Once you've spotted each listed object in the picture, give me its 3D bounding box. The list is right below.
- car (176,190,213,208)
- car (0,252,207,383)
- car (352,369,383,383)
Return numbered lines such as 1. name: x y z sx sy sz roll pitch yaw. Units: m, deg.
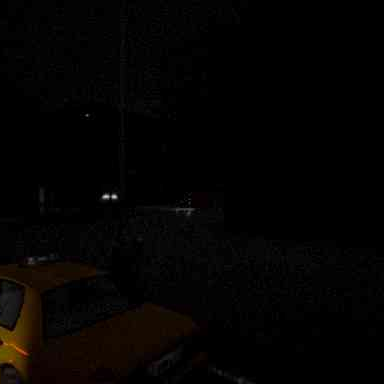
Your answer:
1. car: 0.416 0.814 40.619 2.150 2.045 5.566 1 0 35
2. car: -2.120 1.463 4.324 4.829 1.417 1.752 1 0 35
3. car: 2.450 1.463 1.073 4.097 1.590 1.967 1 0 35
